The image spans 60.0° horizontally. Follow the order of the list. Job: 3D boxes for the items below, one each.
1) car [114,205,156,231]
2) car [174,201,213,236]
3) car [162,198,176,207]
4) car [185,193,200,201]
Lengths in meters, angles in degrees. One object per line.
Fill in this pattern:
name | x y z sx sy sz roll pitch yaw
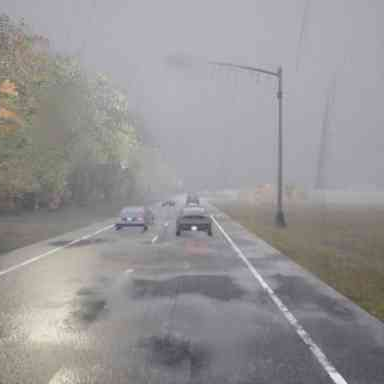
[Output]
car | -3.394 1.524 20.549 2.033 1.411 5.357 0 0 0
car | 0.107 1.485 18.408 1.837 1.490 4.892 0 0 0
car | -3.381 1.534 50.182 1.895 1.301 4.718 0 0 0
car | 0.118 1.147 53.779 2.150 2.045 5.566 0 0 0
